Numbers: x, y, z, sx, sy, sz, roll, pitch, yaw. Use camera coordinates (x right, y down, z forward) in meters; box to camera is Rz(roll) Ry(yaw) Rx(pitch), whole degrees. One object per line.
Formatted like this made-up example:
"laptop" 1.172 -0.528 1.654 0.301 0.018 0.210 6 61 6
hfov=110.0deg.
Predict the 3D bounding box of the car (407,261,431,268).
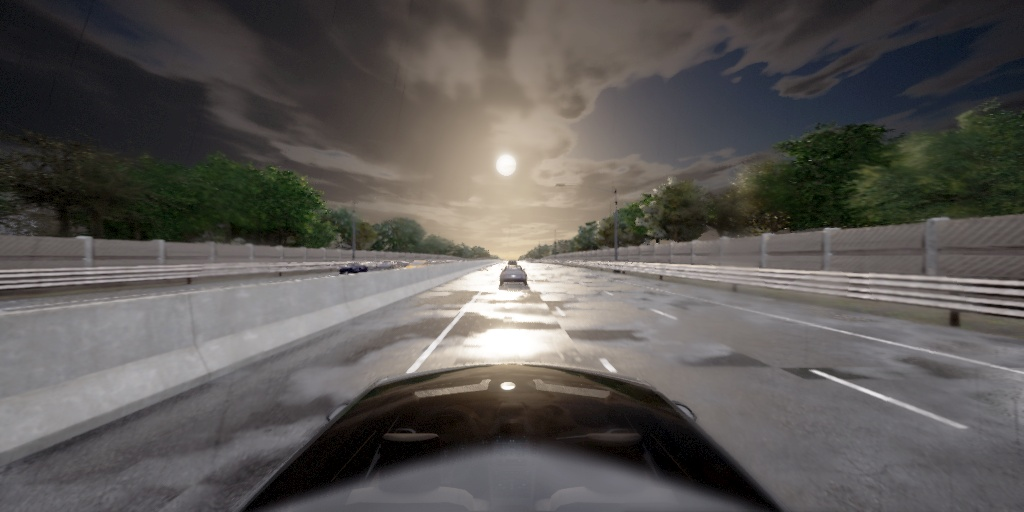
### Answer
"car" -10.561 1.305 40.860 1.882 1.535 5.008 0 0 0

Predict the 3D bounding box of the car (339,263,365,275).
"car" -17.568 1.426 40.339 1.895 1.301 4.718 0 0 0

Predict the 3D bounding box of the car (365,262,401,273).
"car" -14.069 1.373 40.257 2.033 1.411 5.357 0 0 0

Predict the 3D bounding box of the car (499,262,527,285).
"car" 0.100 1.354 26.660 1.994 1.385 4.181 0 0 0
